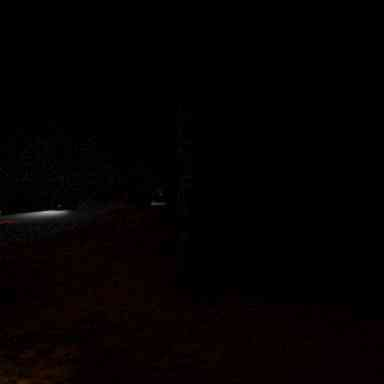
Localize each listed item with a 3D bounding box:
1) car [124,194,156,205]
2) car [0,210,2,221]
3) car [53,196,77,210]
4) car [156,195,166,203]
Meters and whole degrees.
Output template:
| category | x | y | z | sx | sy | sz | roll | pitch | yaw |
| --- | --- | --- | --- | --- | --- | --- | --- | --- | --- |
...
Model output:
| category | x | y | z | sx | sy | sz | roll | pitch | yaw |
| --- | --- | --- | --- | --- | --- | --- | --- | --- | --- |
| car | -8.115 | 1.072 | 50.577 | 2.097 | 1.767 | 4.553 | 0 | 0 | 31 |
| car | -13.268 | 1.394 | 19.685 | 1.837 | 1.490 | 4.892 | 1 | 1 | -1 |
| car | -15.017 | 1.267 | 39.562 | 2.128 | 1.511 | 4.902 | 0 | 0 | -6 |
| car | -5.420 | 1.220 | 60.111 | 2.033 | 1.411 | 5.357 | 0 | 0 | -17 |
